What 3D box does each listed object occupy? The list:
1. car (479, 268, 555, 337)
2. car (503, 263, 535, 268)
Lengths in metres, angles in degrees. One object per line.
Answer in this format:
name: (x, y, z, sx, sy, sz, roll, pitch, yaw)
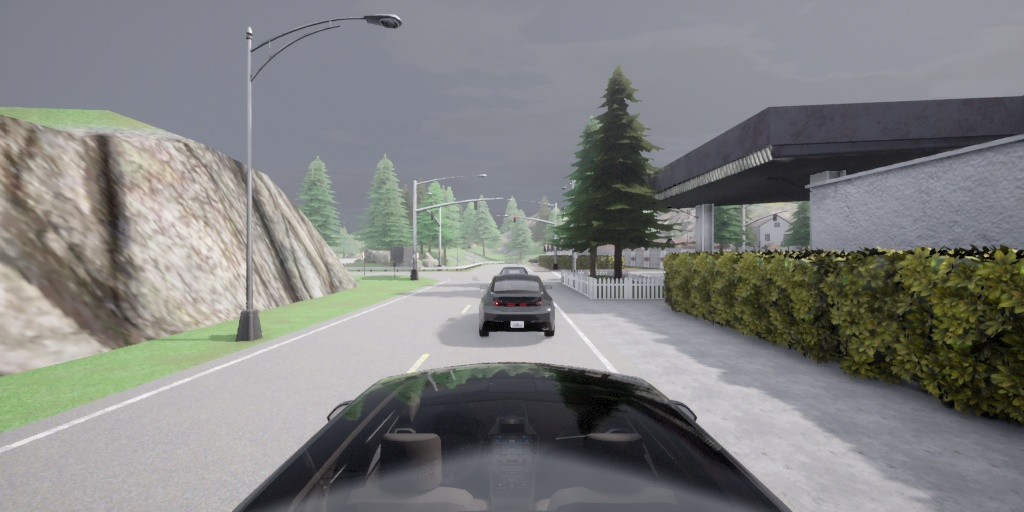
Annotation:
car: (0.119, 1.255, 10.288, 1.837, 1.490, 4.892, 0, 0, 0)
car: (0.112, 1.297, 20.026, 2.033, 1.411, 5.357, 0, 0, 2)
